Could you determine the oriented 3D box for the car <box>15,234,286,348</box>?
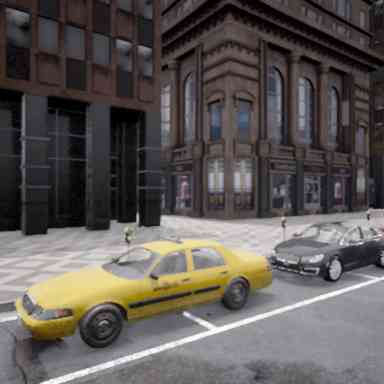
[{"bbox_3d":[-0.563,1.525,6.252,4.829,1.417,1.752,0,0,-36],"label":"car"}]

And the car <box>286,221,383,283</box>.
[{"bbox_3d":[4.145,1.553,9.631,4.403,1.369,2.008,0,0,-36],"label":"car"}]
